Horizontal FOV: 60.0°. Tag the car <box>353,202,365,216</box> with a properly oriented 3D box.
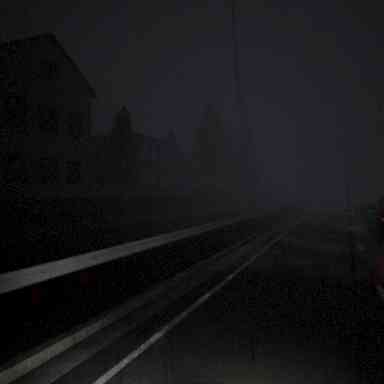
[{"bbox_3d":[16.990,1.638,32.472,1.994,1.385,4.181,0,0,23],"label":"car"}]

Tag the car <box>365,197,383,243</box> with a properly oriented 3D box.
[{"bbox_3d":[9.889,1.269,15.927,2.150,2.045,5.566,0,0,23],"label":"car"}]
